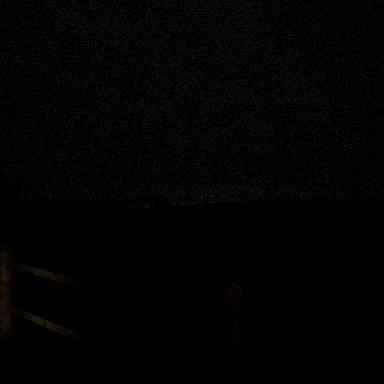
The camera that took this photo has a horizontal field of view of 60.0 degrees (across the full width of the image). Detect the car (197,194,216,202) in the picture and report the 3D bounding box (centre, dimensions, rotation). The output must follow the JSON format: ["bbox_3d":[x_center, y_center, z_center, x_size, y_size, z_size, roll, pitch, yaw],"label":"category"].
[{"bbox_3d":[2.843,1.117,64.922,2.097,1.767,4.553,0,0,31],"label":"car"}]

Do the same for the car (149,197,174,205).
[{"bbox_3d":[-4.790,1.423,52.080,1.895,1.301,4.718,0,0,31],"label":"car"}]

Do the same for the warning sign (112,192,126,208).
[{"bbox_3d":[-8.888,0.963,40.408,1.300,1.860,1.060,-1,0,31],"label":"warning sign"}]
